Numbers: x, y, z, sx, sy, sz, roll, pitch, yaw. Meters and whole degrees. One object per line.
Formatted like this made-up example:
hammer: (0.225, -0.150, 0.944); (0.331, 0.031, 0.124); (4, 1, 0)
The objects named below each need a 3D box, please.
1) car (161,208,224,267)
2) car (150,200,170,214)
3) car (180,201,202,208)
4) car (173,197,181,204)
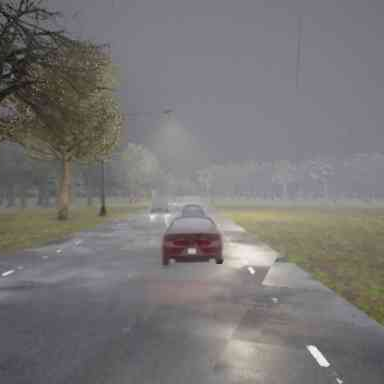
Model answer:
car: (0.039, 1.544, 11.816); (1.882, 1.535, 5.008); (-1, -1, 1)
car: (-3.539, 1.641, 37.320); (1.837, 1.490, 4.892); (0, 1, -1)
car: (0.046, 1.667, 25.195); (2.033, 1.411, 5.357); (0, 0, 0)
car: (-3.610, 2.008, 81.351); (2.128, 1.511, 4.902); (0, -1, -1)
